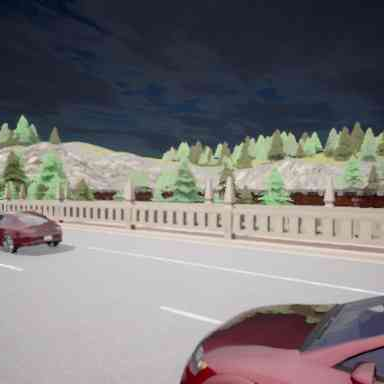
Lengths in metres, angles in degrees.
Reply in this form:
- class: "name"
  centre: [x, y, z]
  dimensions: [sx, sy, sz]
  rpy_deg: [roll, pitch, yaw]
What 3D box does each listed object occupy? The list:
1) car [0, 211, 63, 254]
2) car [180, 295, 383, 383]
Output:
- class: "car"
  centre: [-7.060, 1.491, 13.326]
  dimensions: [4.674, 1.442, 1.812]
  rpy_deg: [0, 0, 35]
- class: "car"
  centre: [1.936, 1.565, 2.612]
  dimensions: [4.181, 1.385, 1.994]
  rpy_deg: [0, 0, 35]
